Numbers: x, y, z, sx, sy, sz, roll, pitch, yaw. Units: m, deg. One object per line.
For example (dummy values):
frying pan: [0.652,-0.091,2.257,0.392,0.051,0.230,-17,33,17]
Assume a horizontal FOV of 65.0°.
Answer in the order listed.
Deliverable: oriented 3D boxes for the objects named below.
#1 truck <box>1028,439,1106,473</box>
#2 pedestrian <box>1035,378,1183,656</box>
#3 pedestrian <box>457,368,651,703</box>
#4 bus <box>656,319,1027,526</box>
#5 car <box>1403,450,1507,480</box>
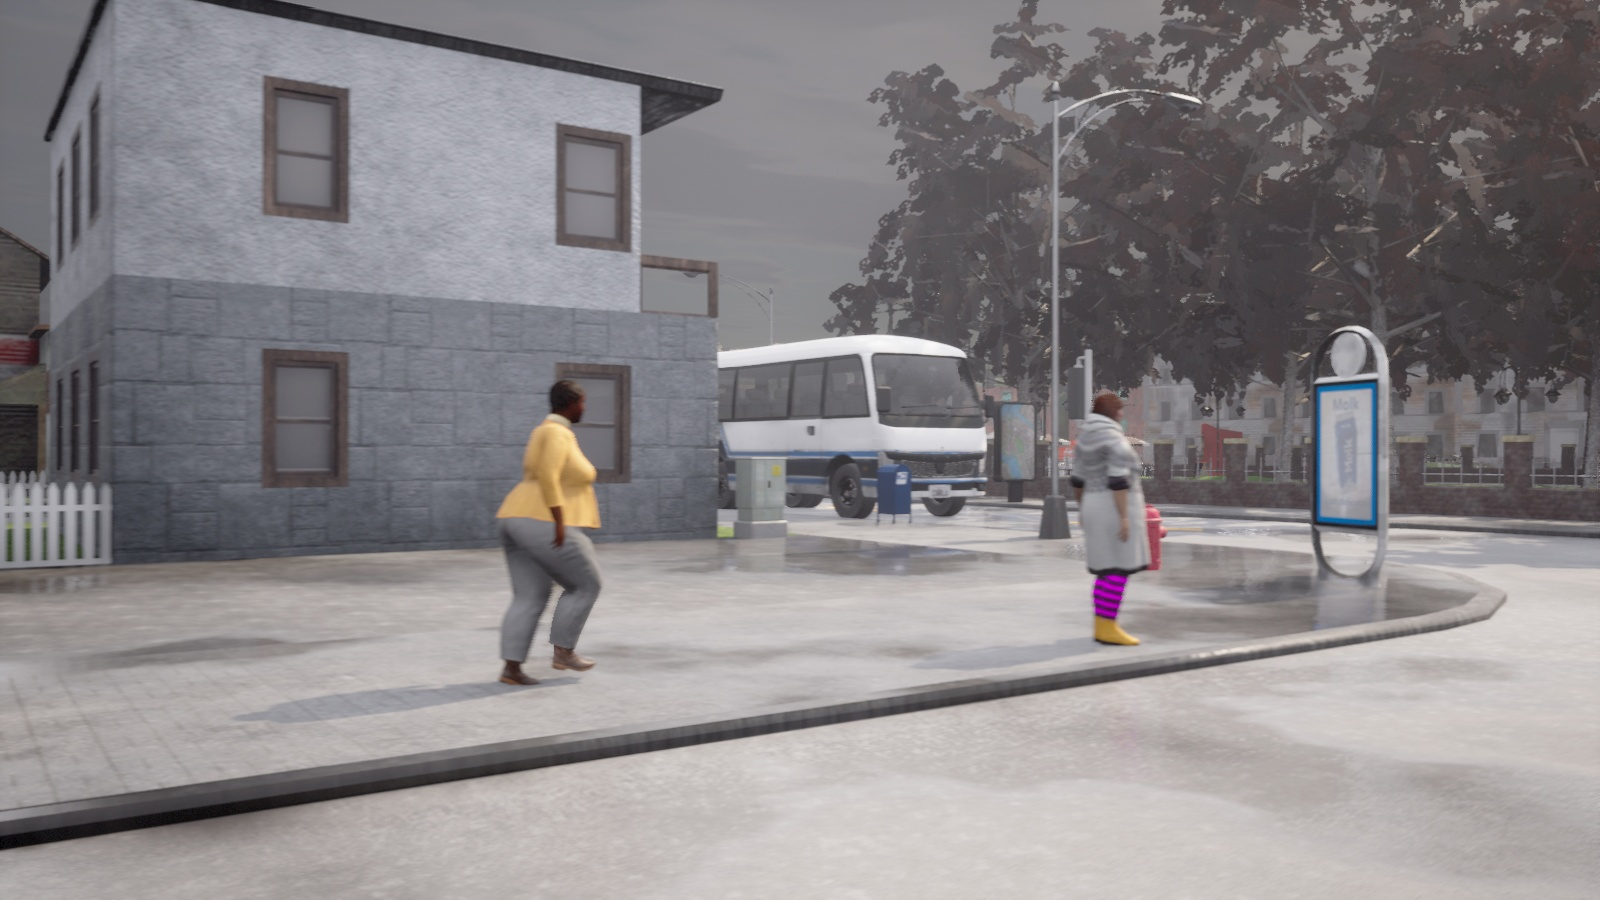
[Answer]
truck: [19.778,0.442,92.896,5.204,2.467,2.627,0,0,23]
pedestrian: [2.244,0.472,9.195,0.873,1.952,0.659,0,0,-7]
pedestrian: [-1.493,0.476,7.559,0.900,1.855,0.874,0,0,-31]
bus: [0.566,-0.556,31.191,3.944,4.253,10.273,0,0,-34]
car: [35.219,0.783,67.611,2.007,1.525,4.514,0,0,-35]
